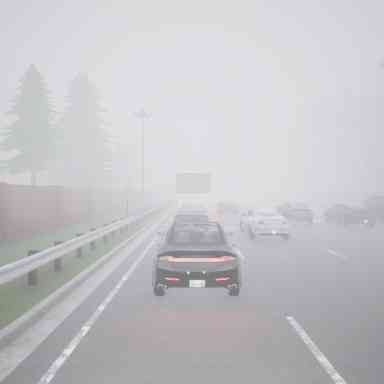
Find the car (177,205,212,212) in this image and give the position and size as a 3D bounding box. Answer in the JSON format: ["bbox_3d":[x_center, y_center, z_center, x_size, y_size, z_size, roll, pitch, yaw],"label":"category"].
[{"bbox_3d":[0.089,1.474,19.050,1.882,1.535,5.008,0,0,4],"label":"car"}]

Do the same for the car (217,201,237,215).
[{"bbox_3d":[3.591,1.600,34.342,1.895,1.301,4.718,0,0,0],"label":"car"}]

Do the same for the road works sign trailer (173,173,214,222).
[{"bbox_3d":[0.064,0.464,22.971,2.380,3.560,2.880,0,0,-2],"label":"road works sign trailer"}]

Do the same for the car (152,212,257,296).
[{"bbox_3d":[0.098,1.491,8.621,2.128,1.511,4.902,0,0,0],"label":"car"}]

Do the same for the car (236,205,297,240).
[{"bbox_3d":[3.596,1.526,16.891,1.812,1.442,4.674,0,0,0],"label":"car"}]

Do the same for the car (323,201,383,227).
[{"bbox_3d":[10.594,1.506,22.695,1.837,1.490,4.892,0,0,0],"label":"car"}]

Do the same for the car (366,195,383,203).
[{"bbox_3d":[14.095,1.221,24.463,2.150,2.045,5.566,0,0,0],"label":"car"}]

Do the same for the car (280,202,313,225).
[{"bbox_3d":[7.095,1.491,23.855,2.128,1.511,4.902,0,0,0],"label":"car"}]
